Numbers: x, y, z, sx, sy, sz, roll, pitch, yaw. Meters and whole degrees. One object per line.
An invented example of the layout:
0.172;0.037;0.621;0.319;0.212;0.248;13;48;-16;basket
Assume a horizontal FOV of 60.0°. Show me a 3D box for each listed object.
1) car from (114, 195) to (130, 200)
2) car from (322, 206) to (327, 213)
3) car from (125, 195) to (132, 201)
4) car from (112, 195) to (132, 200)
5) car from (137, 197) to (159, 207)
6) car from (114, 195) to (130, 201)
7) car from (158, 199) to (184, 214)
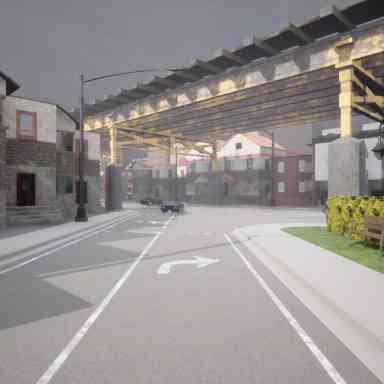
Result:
-17.595;1.295;83.823;1.853;1.218;4.536;0;0;15;car
14.668;1.506;30.967;1.837;1.490;4.892;0;0;-45;car
-16.927;1.452;80.105;4.974;1.542;2.038;0;0;-15;car
-16.876;1.295;80.118;4.536;1.218;1.853;0;0;-15;car
-6.767;1.505;52.609;1.837;1.490;4.892;0;0;-45;car
-17.608;1.452;83.773;2.038;1.542;4.974;0;0;15;car
-1.971;1.601;35.363;1.895;1.301;4.718;0;0;6;car
